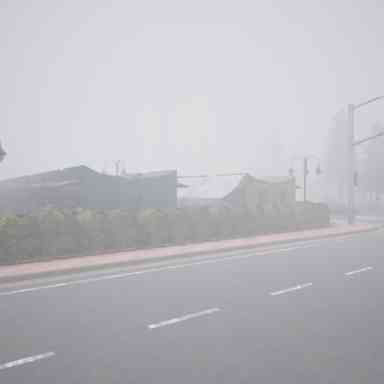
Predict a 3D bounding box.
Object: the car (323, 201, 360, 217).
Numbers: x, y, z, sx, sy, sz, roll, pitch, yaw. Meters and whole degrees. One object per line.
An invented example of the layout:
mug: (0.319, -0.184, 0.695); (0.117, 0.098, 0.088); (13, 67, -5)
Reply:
car: (13.681, 1.564, 31.831); (1.994, 1.385, 4.181); (0, 0, -38)

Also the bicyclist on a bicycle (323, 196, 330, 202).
bicyclist on a bicycle: (17.953, 1.302, 44.314); (1.656, 1.620, 0.582); (0, 0, -37)
